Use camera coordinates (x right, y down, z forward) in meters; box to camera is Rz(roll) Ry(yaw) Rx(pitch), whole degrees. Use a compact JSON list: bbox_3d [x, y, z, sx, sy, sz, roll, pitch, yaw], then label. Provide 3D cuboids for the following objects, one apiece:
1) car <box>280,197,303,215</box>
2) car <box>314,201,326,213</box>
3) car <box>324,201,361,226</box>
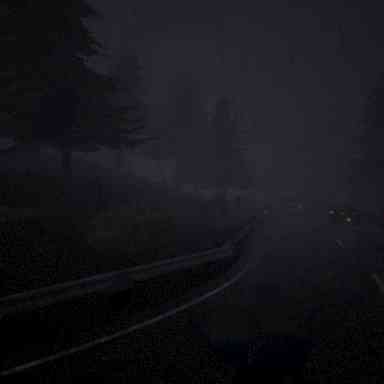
[{"bbox_3d":[11.406,1.543,38.056,2.150,2.045,5.566,-1,-1,17],"label":"car"},{"bbox_3d":[16.093,1.799,40.812,1.882,1.535,5.008,-1,-1,17],"label":"car"},{"bbox_3d":[11.500,1.695,25.327,1.837,1.490,4.892,-1,-1,16],"label":"car"}]
